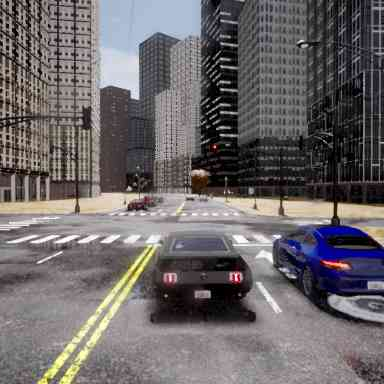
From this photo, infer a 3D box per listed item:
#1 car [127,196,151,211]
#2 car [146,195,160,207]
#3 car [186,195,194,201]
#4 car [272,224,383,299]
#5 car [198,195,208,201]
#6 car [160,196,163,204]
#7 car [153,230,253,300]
[{"bbox_3d":[-6.573,1.530,40.405,1.994,1.385,4.181,0,0,0],"label":"car"},{"bbox_3d":[-6.567,1.299,50.654,2.097,1.767,4.553,0,0,0],"label":"car"},{"bbox_3d":[-0.502,1.469,80.504,1.895,1.301,4.718,0,0,-4],"label":"car"},{"bbox_3d":[3.347,1.523,8.318,1.812,1.442,4.674,0,0,1],"label":"car"},{"bbox_3d":[2.747,1.397,80.620,1.812,1.442,4.674,0,0,-4],"label":"car"},{"bbox_3d":[-6.559,1.411,64.010,2.128,1.511,4.902,0,0,0],"label":"car"},{"bbox_3d":[0.104,1.598,8.347,1.895,1.301,4.718,0,0,-3],"label":"car"}]
